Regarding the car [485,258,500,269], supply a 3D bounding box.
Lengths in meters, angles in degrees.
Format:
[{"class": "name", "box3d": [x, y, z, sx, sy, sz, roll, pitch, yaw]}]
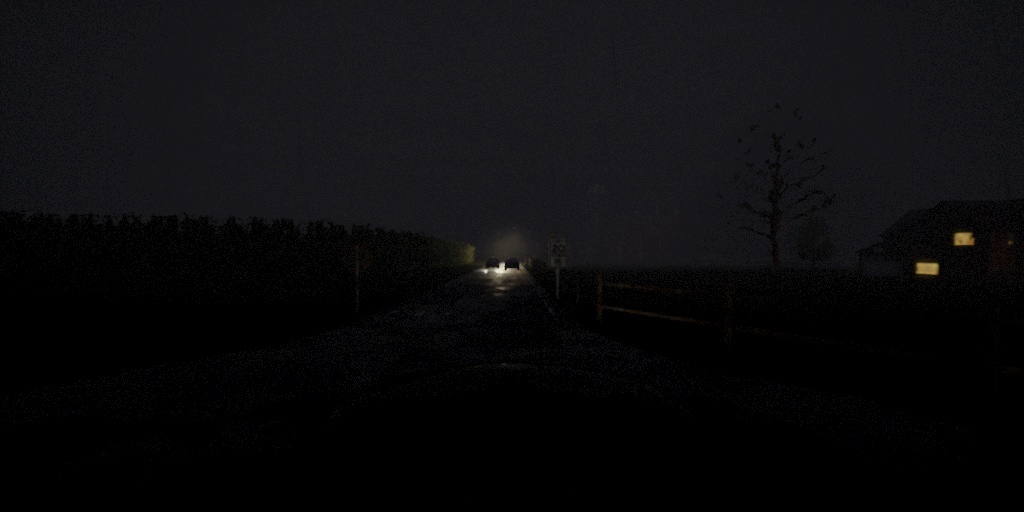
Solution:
[{"class": "car", "box3d": [-2.736, 1.015, 51.114, 1.882, 1.535, 5.008, 0, 0, 0]}]

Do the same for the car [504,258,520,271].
[{"class": "car", "box3d": [0.013, 1.033, 46.098, 1.882, 1.535, 5.008, 0, 0, 0]}]
